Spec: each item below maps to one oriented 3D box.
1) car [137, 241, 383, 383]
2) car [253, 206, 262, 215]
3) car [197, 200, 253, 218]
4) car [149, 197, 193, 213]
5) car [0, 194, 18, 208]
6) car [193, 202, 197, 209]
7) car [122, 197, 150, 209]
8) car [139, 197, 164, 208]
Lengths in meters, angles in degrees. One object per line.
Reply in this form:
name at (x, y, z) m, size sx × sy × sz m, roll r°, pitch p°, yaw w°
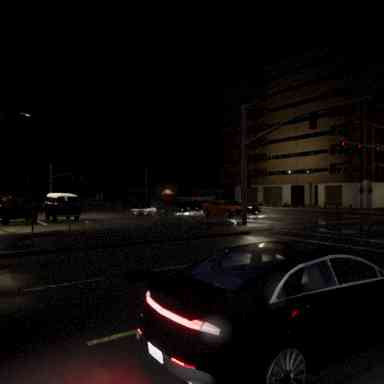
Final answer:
car at (1.620, 1.491, 4.895) m, size 4.902 × 1.511 × 2.128 m, roll 0°, pitch 0°, yaw -34°
car at (4.763, 1.601, 34.550) m, size 2.033 × 1.411 × 5.357 m, roll 0°, pitch 0°, yaw -34°
car at (2.966, 1.532, 30.973) m, size 1.882 × 1.535 × 5.008 m, roll 0°, pitch 0°, yaw -34°
car at (-2.565, 1.602, 39.085) m, size 2.033 × 1.411 × 5.357 m, roll 0°, pitch 0°, yaw -34°
car at (-31.378, 1.208, 56.581) m, size 1.932 × 1.855 × 4.605 m, roll 0°, pitch 0°, yaw -34°
car at (-0.636, 1.655, 42.472) m, size 1.895 × 1.301 × 4.718 m, roll 0°, pitch 0°, yaw -34°
car at (-8.413, 1.532, 47.679) m, size 1.882 × 1.535 × 5.008 m, roll 0°, pitch 0°, yaw -34°
car at (-6.199, 1.559, 50.652) m, size 1.837 × 1.490 × 4.892 m, roll 0°, pitch 0°, yaw -34°
